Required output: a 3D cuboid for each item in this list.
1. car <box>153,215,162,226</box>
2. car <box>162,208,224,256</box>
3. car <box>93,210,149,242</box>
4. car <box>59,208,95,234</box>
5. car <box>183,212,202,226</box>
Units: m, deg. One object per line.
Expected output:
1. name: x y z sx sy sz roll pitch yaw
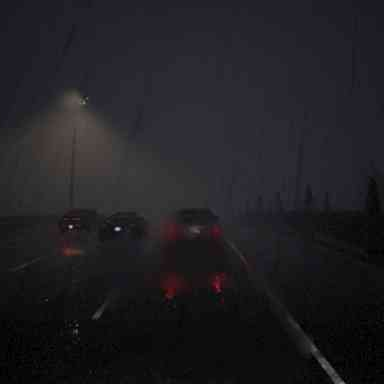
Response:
1. car: -3.402 3.348 39.379 1.895 1.301 4.718 0 -6 0
2. car: 0.099 1.433 13.615 2.097 1.767 4.553 0 -1 0
3. car: -3.401 1.726 17.209 1.994 1.385 4.181 0 -2 0
4. car: -6.901 1.821 21.361 1.837 1.490 4.892 0 -3 0
5. car: 0.098 3.040 36.854 1.994 1.385 4.181 0 -6 0
